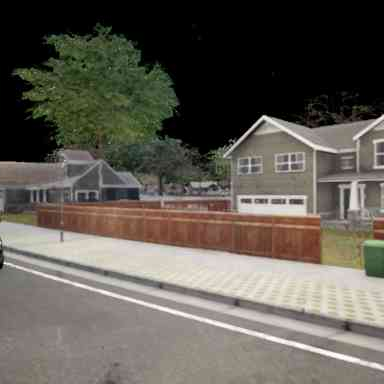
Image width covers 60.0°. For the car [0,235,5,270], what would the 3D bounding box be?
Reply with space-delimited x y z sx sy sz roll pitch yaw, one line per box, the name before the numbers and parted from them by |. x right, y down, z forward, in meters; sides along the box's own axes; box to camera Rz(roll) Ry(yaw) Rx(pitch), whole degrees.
car | -7.542 1.413 10.025 4.553 1.767 2.097 0 0 39
